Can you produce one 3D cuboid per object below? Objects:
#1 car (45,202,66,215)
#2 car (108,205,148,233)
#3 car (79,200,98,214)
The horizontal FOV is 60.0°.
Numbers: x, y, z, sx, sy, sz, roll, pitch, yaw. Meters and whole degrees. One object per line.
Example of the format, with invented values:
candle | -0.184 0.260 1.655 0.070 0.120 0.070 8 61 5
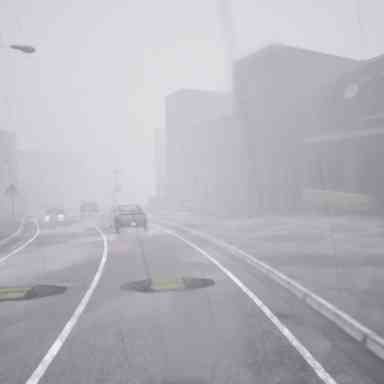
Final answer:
car | -16.058 1.896 39.141 1.812 1.442 4.674 -2 0 -20
car | -3.972 1.529 20.360 2.128 1.511 4.902 -2 0 -19
car | -12.166 1.728 39.087 2.128 1.511 4.902 -2 0 -22
